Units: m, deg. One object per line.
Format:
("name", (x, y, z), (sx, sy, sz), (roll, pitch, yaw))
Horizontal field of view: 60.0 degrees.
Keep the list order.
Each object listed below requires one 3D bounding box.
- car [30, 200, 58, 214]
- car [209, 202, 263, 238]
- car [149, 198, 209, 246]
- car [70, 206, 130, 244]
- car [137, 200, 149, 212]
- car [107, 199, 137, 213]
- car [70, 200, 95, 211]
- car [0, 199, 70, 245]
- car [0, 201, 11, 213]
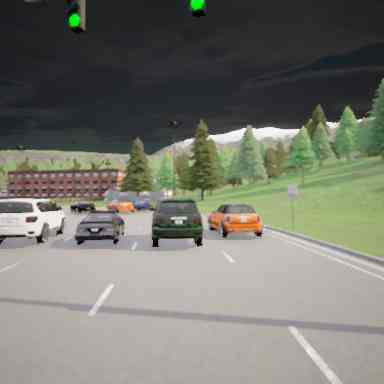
("car", (-17.906, 1.750, 40.075), (1.882, 1.535, 5.008), (0, 0, -39))
("car", (2.242, 1.423, 18.532), (2.097, 1.767, 4.553), (0, 0, -9))
("car", (-0.828, 1.298, 15.852), (2.150, 2.045, 5.566), (0, 0, -7))
("car", (-4.382, 1.644, 16.373), (2.033, 1.411, 5.357), (0, 0, -7))
("car", (-7.014, 1.756, 43.365), (1.812, 1.442, 4.674), (0, 0, -36))
("car", (-8.605, 1.572, 39.426), (2.097, 1.767, 4.553), (0, 0, -30))
("car", (-13.056, 1.722, 39.468), (1.882, 1.535, 5.008), (0, 0, -34))
("car", (-7.957, 1.339, 16.549), (2.150, 2.045, 5.566), (0, 0, -8))
("car", (-25.081, 1.847, 42.513), (4.674, 1.442, 1.812), (0, -1, 41))
